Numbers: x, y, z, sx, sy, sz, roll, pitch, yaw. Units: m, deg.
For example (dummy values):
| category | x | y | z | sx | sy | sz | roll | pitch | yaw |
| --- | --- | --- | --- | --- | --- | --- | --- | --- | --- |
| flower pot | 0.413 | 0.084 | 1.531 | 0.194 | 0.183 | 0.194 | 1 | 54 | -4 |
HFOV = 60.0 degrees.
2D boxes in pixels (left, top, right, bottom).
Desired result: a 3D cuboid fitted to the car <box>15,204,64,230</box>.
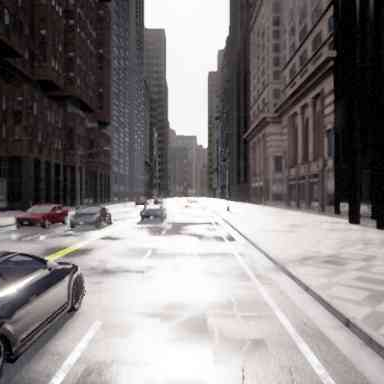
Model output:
| category | x | y | z | sx | sy | sz | roll | pitch | yaw |
| --- | --- | --- | --- | --- | --- | --- | --- | --- | --- |
| car | -9.841 | 1.557 | 22.195 | 1.882 | 1.535 | 5.008 | 0 | 0 | 0 |

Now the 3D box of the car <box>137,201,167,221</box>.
| category | x | y | z | sx | sy | sz | roll | pitch | yaw |
| --- | --- | --- | --- | --- | --- | --- | --- | --- | --- |
| car | -3.141 | 1.703 | 28.125 | 1.895 | 1.301 | 4.718 | 0 | 0 | 0 |

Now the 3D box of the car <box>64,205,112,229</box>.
| category | x | y | z | sx | sy | sz | roll | pitch | yaw |
| --- | --- | --- | --- | --- | --- | --- | --- | --- | --- |
| car | -6.591 | 1.605 | 22.171 | 1.812 | 1.442 | 4.674 | 0 | 0 | 0 |

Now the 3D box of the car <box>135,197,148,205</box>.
| category | x | y | z | sx | sy | sz | roll | pitch | yaw |
| --- | --- | --- | --- | --- | --- | --- | --- | --- | --- |
| car | -9.739 | 1.667 | 64.397 | 2.097 | 1.767 | 4.553 | 0 | -1 | 0 |

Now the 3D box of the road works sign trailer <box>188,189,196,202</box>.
| category | x | y | z | sx | sy | sz | roll | pitch | yaw |
| --- | --- | --- | --- | --- | --- | --- | --- | --- | --- |
| road works sign trailer | 0.029 | 0.997 | 90.617 | 2.380 | 3.560 | 2.880 | 0 | -1 | 0 |

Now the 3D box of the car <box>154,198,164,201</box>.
| category | x | y | z | sx | sy | sz | roll | pitch | yaw |
| --- | --- | --- | --- | --- | --- | --- | --- | --- | --- |
| car | -6.491 | 1.875 | 64.410 | 1.994 | 1.385 | 4.181 | 0 | 0 | 0 |

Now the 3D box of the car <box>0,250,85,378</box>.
| category | x | y | z | sx | sy | sz | roll | pitch | yaw |
| --- | --- | --- | --- | --- | --- | --- | --- | --- | --- |
| car | -3.159 | 1.582 | 5.098 | 1.994 | 1.385 | 4.181 | 0 | 0 | 0 |
